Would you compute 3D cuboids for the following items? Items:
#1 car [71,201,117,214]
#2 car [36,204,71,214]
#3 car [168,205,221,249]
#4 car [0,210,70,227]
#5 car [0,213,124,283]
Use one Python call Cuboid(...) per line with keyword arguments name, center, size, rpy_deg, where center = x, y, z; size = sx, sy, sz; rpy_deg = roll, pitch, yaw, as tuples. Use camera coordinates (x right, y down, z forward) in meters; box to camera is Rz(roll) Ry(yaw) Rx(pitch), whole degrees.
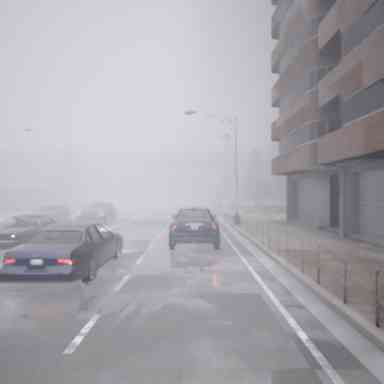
Cuboid(name="car", center=(-7.001, 1.501, 24.799), size=(2.097, 1.767, 4.553), rpy_deg=(0, 0, 0))
Cuboid(name="car", center=(-10.501, 1.663, 24.768), size=(1.837, 1.490, 4.892), rpy_deg=(0, 0, 0))
Cuboid(name="car", center=(0.099, 1.418, 15.118), size=(2.097, 1.767, 4.553), rpy_deg=(0, 0, 0))
Cuboid(name="car", center=(-7.070, 1.662, 13.978), size=(1.895, 1.301, 4.718), rpy_deg=(0, 0, 0))
Cuboid(name="car", center=(-3.400, 1.590, 9.783), size=(2.033, 1.411, 5.357), rpy_deg=(0, 0, 0))
